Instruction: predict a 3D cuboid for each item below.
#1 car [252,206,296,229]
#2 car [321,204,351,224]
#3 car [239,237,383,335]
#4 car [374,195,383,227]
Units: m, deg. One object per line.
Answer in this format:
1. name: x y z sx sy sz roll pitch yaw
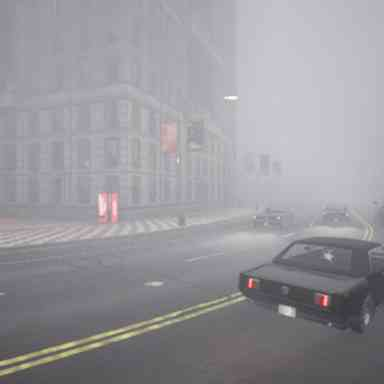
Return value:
1. car: 5.434 1.605 21.790 1.895 1.301 4.718 0 0 27
2. car: 10.783 1.607 24.817 1.895 1.301 4.718 0 0 25
3. car: 3.101 1.603 6.835 4.718 1.301 1.895 0 0 -44
4. car: 13.632 1.229 22.314 2.150 2.045 5.566 0 0 25
